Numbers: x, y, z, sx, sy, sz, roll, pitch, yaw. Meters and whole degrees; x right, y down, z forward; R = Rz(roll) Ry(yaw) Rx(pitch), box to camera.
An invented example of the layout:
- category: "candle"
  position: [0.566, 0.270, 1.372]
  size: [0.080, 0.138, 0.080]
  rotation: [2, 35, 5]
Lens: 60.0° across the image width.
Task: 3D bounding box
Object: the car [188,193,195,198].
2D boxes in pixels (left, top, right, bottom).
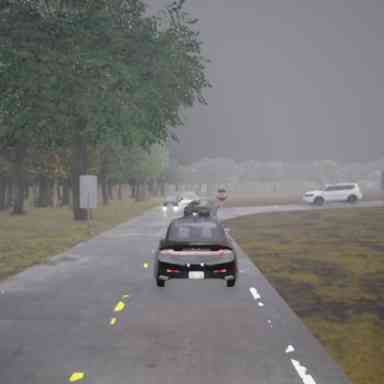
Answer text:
- category: "car"
  position: [-0.120, 0.884, 88.565]
  size: [1.812, 1.442, 4.674]
  rotation: [0, 0, 0]

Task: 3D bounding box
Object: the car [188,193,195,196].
- category: "car"
  position: [-0.106, 1.055, 78.145]
  size: [1.882, 1.535, 5.008]
  rotation: [0, 0, 0]

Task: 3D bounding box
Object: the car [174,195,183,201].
- category: "car"
  position: [-2.846, 1.215, 70.845]
  size: [1.895, 1.301, 4.718]
  rotation: [0, 0, 0]

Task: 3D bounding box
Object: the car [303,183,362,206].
- category: "car"
  position: [14.199, 0.225, 33.699]
  size: [5.566, 2.045, 2.150]
  rotation: [-3, 1, 1]

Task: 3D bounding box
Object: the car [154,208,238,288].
- category: "car"
  position: [0.087, 1.431, 9.084]
  size: [2.128, 1.511, 4.902]
  rotation: [0, 0, 0]

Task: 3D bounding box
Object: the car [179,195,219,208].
- category: "car"
  position: [0.820, 1.280, 25.116]
  size: [1.882, 1.535, 5.008]
  rotation: [0, 2, 14]

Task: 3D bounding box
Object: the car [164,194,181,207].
- category: "car"
  position: [-2.907, 1.255, 46.361]
  size: [1.812, 1.442, 4.674]
  rotation: [0, 0, 0]

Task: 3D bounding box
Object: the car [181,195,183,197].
- category: "car"
  position: [-2.898, 1.175, 58.845]
  size: [1.837, 1.490, 4.892]
  rotation: [0, 1, 0]
